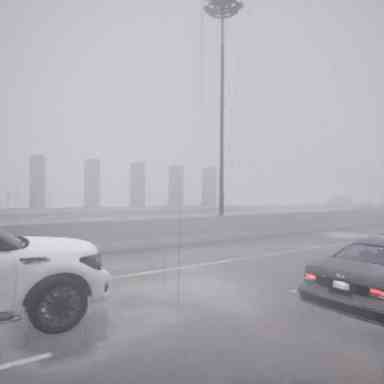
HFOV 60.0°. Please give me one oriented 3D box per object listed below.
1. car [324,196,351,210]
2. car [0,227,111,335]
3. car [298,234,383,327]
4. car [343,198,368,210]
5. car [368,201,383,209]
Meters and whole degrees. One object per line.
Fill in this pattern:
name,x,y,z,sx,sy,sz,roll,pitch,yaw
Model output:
car,22.634,1.625,51.193,5.566,2.045,2.150,1,0,-36
car,-4.119,1.216,5.105,5.566,2.045,2.150,1,0,-36
car,4.503,1.611,6.965,5.357,1.411,2.033,1,0,-36
car,24.819,1.952,48.461,5.357,1.411,2.033,1,0,-36
car,26.930,1.953,45.672,5.357,1.411,2.033,1,0,-36
